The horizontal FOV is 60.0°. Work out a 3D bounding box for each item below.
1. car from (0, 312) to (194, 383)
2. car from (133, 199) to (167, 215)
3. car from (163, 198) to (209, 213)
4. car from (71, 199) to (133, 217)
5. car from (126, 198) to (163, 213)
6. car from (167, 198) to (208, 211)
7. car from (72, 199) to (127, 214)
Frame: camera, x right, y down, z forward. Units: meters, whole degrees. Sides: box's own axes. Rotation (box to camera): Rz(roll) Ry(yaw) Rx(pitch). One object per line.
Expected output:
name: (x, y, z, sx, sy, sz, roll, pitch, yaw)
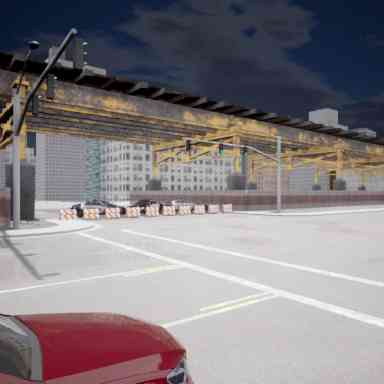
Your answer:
car: (-2.141, 1.526, 2.240, 4.674, 1.442, 1.812, 0, 0, -35)
car: (-4.631, 1.453, 33.093, 2.038, 1.542, 4.974, 0, 0, 18)
car: (-0.730, 1.453, 36.862, 4.974, 1.542, 2.038, 0, 0, -7)
car: (-8.370, 1.453, 30.399, 4.974, 1.542, 2.038, 0, 0, 8)
car: (-4.615, 1.295, 33.143, 1.853, 1.218, 4.536, 0, 0, 18)
car: (-0.781, 1.295, 36.856, 4.536, 1.218, 1.853, 0, 0, -7)
car: (-8.421, 1.295, 30.406, 4.536, 1.218, 1.853, 0, 0, 8)
